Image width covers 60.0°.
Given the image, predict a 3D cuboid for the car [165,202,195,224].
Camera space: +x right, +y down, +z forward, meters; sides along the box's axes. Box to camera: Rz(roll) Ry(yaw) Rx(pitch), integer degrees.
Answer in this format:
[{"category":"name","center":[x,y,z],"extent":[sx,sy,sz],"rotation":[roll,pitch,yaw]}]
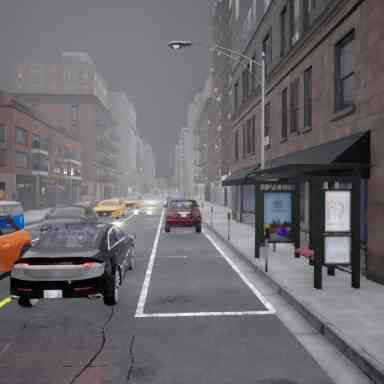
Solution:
[{"category":"car","center":[-0.969,1.482,24.719],"extent":[2.008,1.369,4.403],"rotation":[0,0,-4]}]

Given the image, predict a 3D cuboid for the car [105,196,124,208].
[{"category":"car","center":[-10.575,1.358,45.542],"extent":[1.752,1.417,4.829],"rotation":[0,0,-4]}]

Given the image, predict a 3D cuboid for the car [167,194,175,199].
[{"category":"car","center":[-5.647,1.265,89.424],"extent":[2.008,1.369,4.403],"rotation":[0,0,-4]}]

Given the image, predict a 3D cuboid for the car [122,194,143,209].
[{"category":"car","center":[-7.689,1.332,42.246],"extent":[1.882,1.535,5.008],"rotation":[0,0,-4]}]

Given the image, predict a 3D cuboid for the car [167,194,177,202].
[{"category":"car","center":[-4.087,1.227,67.855],"extent":[1.967,1.590,4.097],"rotation":[0,0,-4]}]

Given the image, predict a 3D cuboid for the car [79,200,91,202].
[{"category":"car","center":[-9.053,1.470,24.140],"extent":[1.947,1.339,4.313],"rotation":[0,0,-4]}]

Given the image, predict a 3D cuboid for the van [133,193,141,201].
[{"category":"van","center":[-12.887,1.064,78.066],"extent":[1.690,1.788,3.998],"rotation":[0,0,-4]}]

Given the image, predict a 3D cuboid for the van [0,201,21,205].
[{"category":"van","center":[-8.286,1.281,13.354],"extent":[1.690,1.788,3.998],"rotation":[0,0,-4]}]

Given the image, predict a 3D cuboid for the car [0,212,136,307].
[{"category":"car","center":[-2.478,1.469,7.932],"extent":[2.128,1.511,4.902],"rotation":[0,0,-4]}]

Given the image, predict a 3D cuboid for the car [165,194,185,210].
[{"category":"car","center":[-2.138,1.192,40.895],"extent":[2.192,1.841,5.009],"rotation":[0,0,-4]}]

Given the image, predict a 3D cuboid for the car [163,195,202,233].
[{"category":"car","center":[-0.579,1.264,19.326],"extent":[2.192,1.841,5.009],"rotation":[0,0,-4]}]

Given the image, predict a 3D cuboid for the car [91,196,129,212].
[{"category":"car","center":[-6.716,1.380,27.434],"extent":[1.882,1.535,5.008],"rotation":[0,0,-4]}]

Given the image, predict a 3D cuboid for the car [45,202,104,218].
[{"category":"car","center":[-5.956,1.445,16.602],"extent":[1.837,1.490,4.892],"rotation":[0,0,-4]}]

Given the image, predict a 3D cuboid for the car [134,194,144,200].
[{"category":"car","center":[-13.271,1.256,83.459],"extent":[2.008,1.369,4.403],"rotation":[0,0,-4]}]

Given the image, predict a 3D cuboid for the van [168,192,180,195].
[{"category":"van","center":[-1.748,1.237,35.502],"extent":[1.690,1.788,3.998],"rotation":[0,0,-4]}]

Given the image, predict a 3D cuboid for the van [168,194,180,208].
[{"category":"van","center":[-2.528,1.200,46.287],"extent":[1.690,1.788,3.998],"rotation":[0,0,-4]}]

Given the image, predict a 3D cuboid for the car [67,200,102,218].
[{"category":"car","center":[-9.437,1.431,29.533],"extent":[1.887,1.381,4.507],"rotation":[0,0,-4]}]

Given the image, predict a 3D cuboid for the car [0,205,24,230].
[{"category":"car","center":[-5.320,1.321,7.211],"extent":[2.097,1.767,4.553],"rotation":[0,0,-3]}]

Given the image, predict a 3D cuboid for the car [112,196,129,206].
[{"category":"car","center":[-10.970,1.365,51.103],"extent":[2.008,1.369,4.403],"rotation":[0,0,-4]}]
